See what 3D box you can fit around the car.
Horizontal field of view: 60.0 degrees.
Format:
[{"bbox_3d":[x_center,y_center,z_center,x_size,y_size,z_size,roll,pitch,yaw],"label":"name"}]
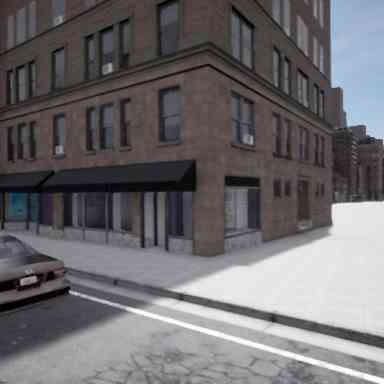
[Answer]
[{"bbox_3d":[-4.837,1.570,7.135,5.357,1.411,2.033,0,0,35],"label":"car"}]
